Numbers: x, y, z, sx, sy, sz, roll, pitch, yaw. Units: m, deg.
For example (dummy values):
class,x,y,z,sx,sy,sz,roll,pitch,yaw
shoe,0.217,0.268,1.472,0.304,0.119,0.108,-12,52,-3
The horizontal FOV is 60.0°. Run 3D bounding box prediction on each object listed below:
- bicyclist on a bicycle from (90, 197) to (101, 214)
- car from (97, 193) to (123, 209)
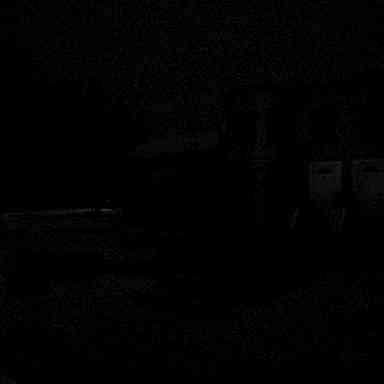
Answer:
class,x,y,z,sx,sy,sz,roll,pitch,yaw
bicyclist on a bicycle,-9.426,1.337,32.351,1.656,1.620,0.582,0,1,36
car,-10.233,1.211,45.513,2.150,2.045,5.566,0,0,36
